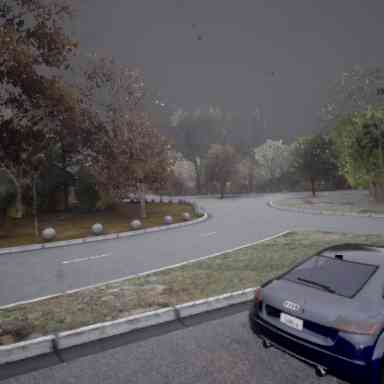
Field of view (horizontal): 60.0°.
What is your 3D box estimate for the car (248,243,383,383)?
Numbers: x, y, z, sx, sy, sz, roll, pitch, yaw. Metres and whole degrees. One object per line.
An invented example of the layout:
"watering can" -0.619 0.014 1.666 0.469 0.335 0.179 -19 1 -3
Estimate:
"car" 2.883 1.523 5.175 4.181 1.385 1.994 -1 1 -34
